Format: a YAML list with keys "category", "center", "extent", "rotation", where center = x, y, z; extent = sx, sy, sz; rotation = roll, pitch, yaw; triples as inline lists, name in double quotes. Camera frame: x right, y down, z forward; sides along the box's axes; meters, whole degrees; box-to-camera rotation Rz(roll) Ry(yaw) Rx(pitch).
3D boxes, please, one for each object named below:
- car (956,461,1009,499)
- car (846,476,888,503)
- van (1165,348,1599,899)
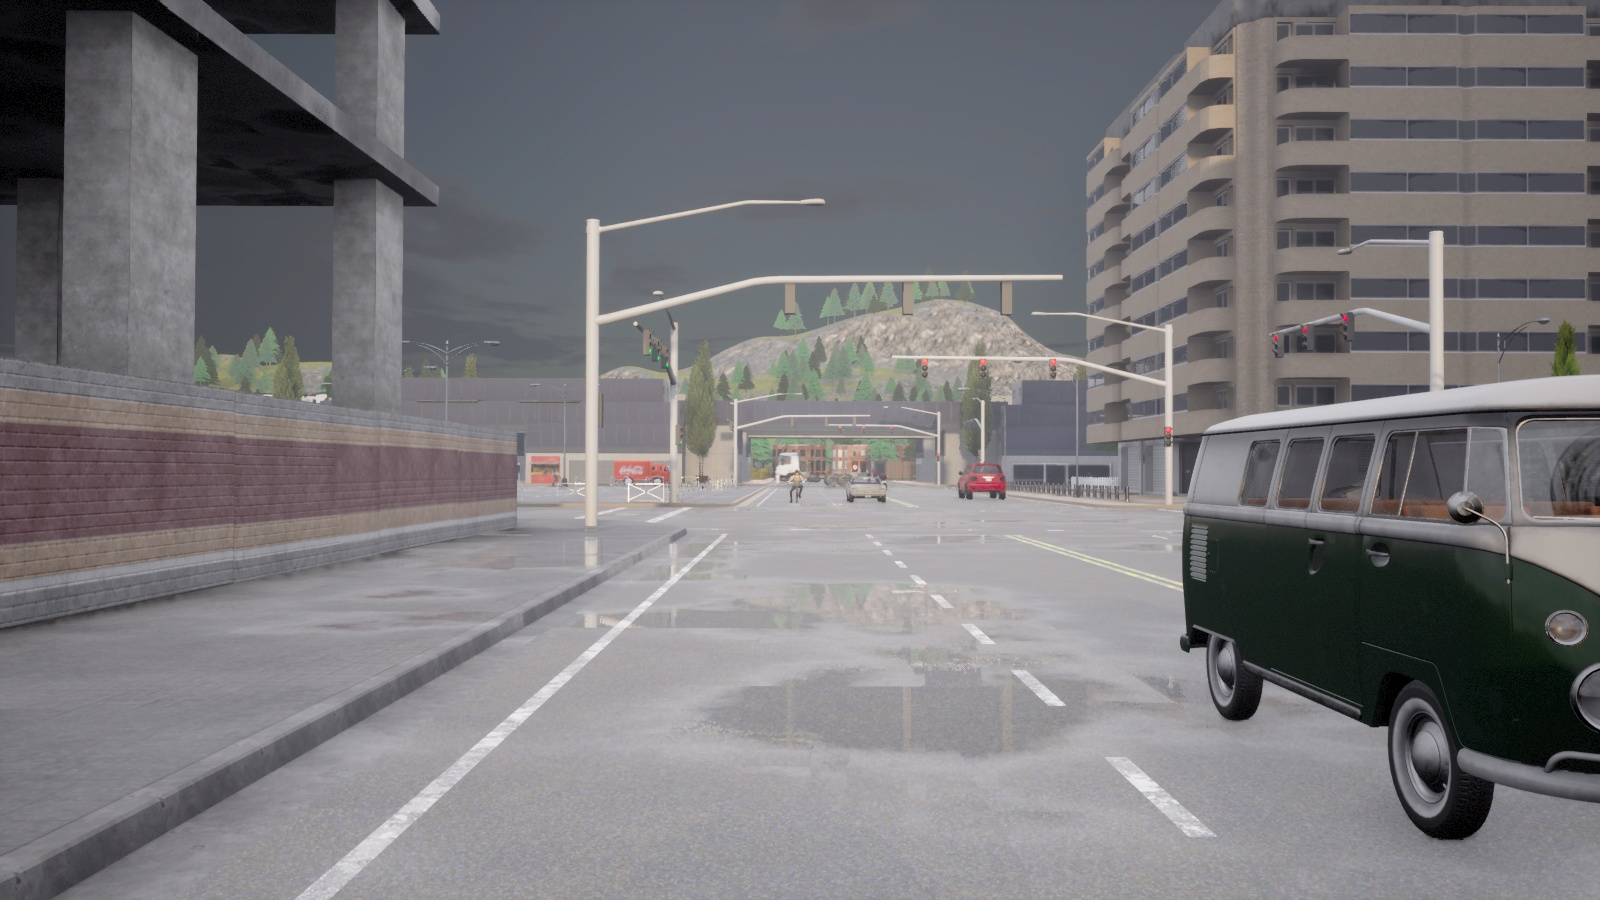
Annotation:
- category: "car"
  center: [10.343, 1.691, 71.588]
  extent: [2.150, 2.045, 5.566]
  rotation: [0, -1, 0]
- category: "car"
  center: [3.361, 1.973, 63.964]
  extent: [1.895, 1.301, 4.718]
  rotation: [0, -1, 0]
- category: "van"
  center: [3.485, 0.665, 6.680]
  extent: [1.775, 1.987, 4.442]
  rotation: [0, -1, 0]
